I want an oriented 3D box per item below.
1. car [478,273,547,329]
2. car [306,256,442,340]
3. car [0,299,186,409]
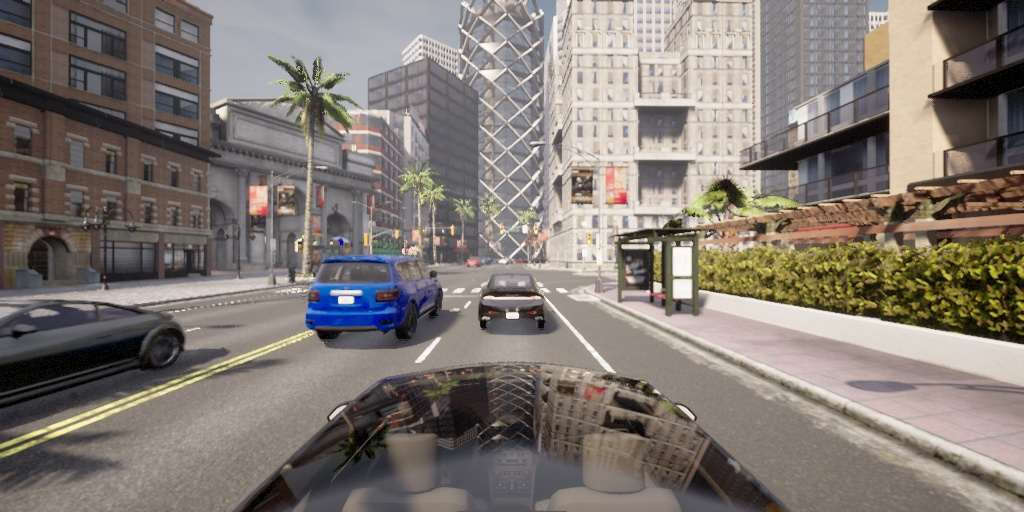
[{"bbox_3d":[-0.001,1.277,11.369,2.128,1.511,4.902,0,0,0],"label":"car"},{"bbox_3d":[-3.493,1.006,10.198,2.150,2.045,5.566,0,0,0],"label":"car"},{"bbox_3d":[-7.110,1.326,4.986,1.994,1.385,4.181,0,0,-1],"label":"car"}]
